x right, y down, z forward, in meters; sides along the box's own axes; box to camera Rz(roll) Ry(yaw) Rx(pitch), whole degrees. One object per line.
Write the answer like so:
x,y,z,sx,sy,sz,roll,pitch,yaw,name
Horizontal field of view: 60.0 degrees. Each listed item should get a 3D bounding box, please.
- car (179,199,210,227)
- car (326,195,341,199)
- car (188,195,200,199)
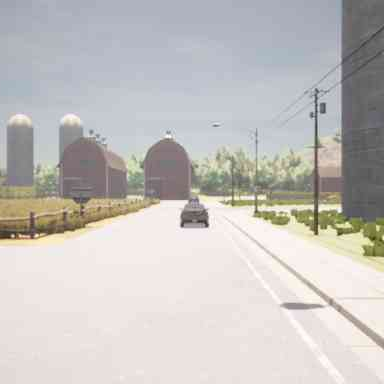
0.168,1.497,22.616,1.837,1.490,4.892,0,0,0,car
35.417,1.451,81.138,5.008,1.535,1.882,0,0,0,car
0.390,1.330,64.484,2.097,1.767,4.553,0,0,3,car
